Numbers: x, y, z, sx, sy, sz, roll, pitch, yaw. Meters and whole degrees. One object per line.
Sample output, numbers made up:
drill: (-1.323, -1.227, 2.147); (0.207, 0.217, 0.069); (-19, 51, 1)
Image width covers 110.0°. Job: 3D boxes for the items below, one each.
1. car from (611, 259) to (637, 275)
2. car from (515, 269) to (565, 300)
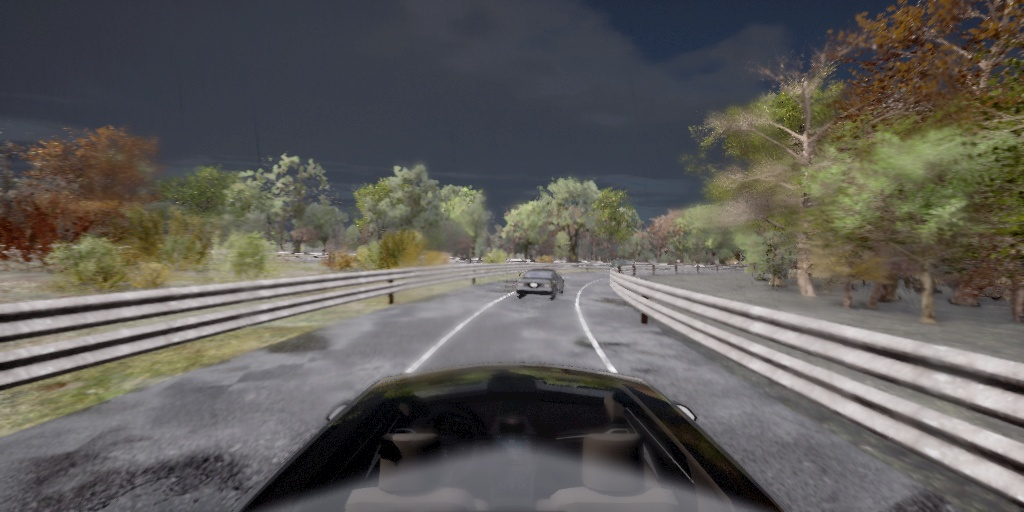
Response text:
car: (15.849, 1.502, 50.517); (2.150, 2.045, 5.566); (1, -1, 37)
car: (1.552, 1.347, 18.206); (2.033, 1.411, 5.357); (1, 0, 14)
